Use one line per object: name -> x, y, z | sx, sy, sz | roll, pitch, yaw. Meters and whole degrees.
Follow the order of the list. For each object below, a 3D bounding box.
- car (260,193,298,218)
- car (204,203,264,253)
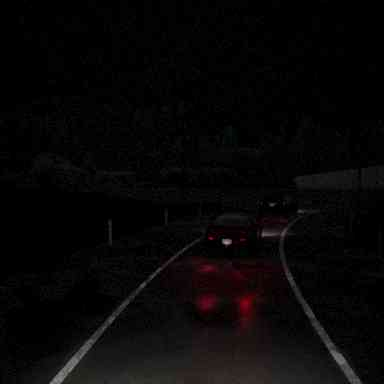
car -> 6.753, 0.919, 25.690 | 2.097, 1.767, 4.553 | 1, 2, 29
car -> 1.712, 1.409, 13.080 | 1.812, 1.442, 4.674 | 0, 1, 14
